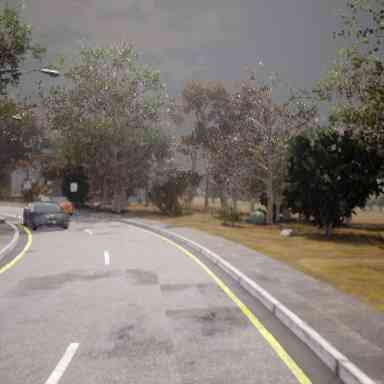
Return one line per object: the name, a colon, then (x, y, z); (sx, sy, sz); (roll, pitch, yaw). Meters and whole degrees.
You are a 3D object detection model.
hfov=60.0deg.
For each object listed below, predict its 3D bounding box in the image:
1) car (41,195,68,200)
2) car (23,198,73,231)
car: (-11.812, 1.044, 27.836); (2.097, 1.767, 4.553); (0, 1, -43)
car: (-8.593, 1.333, 19.440); (1.837, 1.490, 4.892); (1, 0, -35)
